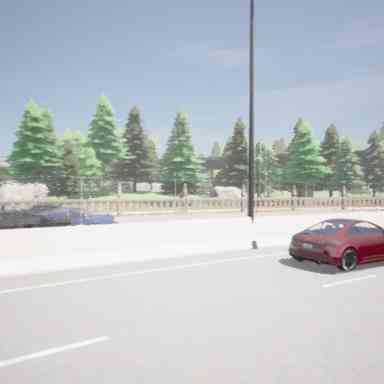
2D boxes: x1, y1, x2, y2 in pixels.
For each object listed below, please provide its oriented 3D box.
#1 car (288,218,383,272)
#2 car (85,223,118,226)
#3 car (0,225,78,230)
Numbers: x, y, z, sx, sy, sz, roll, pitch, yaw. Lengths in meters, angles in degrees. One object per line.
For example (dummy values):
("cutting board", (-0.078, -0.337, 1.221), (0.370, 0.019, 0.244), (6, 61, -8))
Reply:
("car", (5.139, 1.548, 10.729), (4.181, 1.385, 1.994), (0, 0, -29))
("car", (-6.434, 1.474, 16.353), (5.357, 1.411, 2.033), (0, 0, -33))
("car", (-6.866, 1.417, 11.814), (5.008, 1.535, 1.882), (0, 0, -34))
